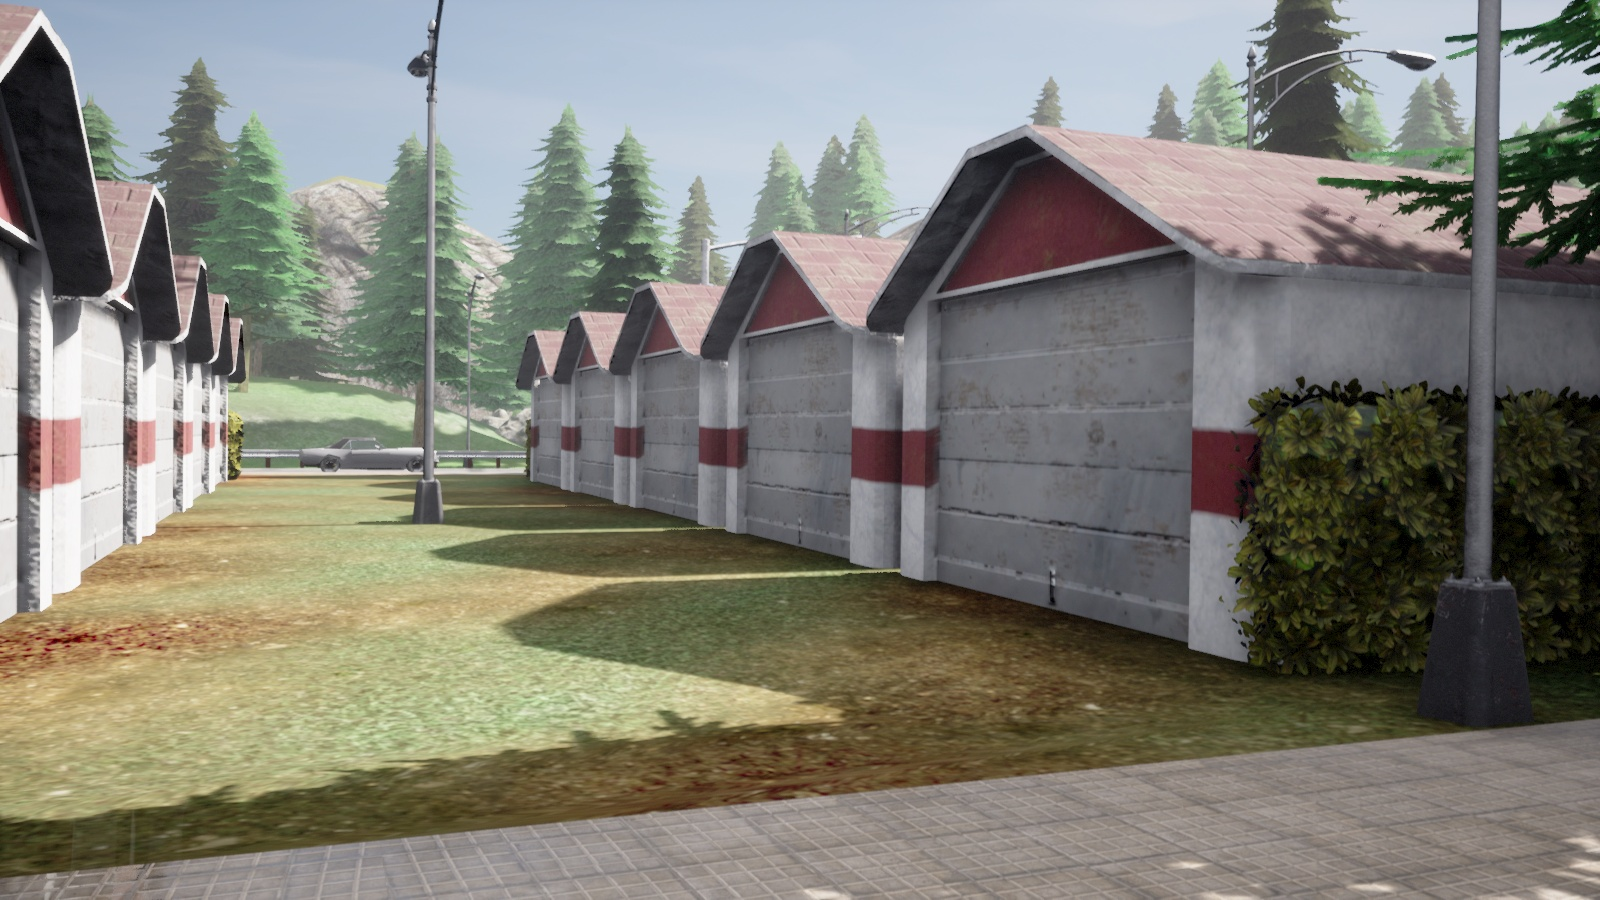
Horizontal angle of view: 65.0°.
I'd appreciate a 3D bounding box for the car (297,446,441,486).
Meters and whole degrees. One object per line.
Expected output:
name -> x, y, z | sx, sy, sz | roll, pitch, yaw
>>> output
car -> -15.293, 0.528, 44.640 | 4.718, 1.301, 1.895 | -1, 1, -20
